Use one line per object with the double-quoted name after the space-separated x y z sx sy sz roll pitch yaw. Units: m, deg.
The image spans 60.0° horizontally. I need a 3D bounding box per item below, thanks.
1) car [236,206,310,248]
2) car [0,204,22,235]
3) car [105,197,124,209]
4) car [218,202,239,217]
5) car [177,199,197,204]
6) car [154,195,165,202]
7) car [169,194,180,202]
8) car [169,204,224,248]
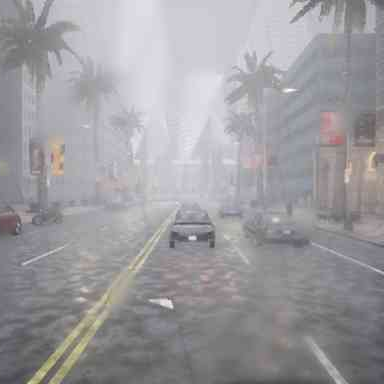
3.493 1.560 14.707 2.033 1.411 5.357 0 0 -1 "car"
-10.119 1.350 15.815 2.185 1.767 4.553 0 0 -1 "car"
-10.425 1.478 45.188 2.231 1.521 4.892 0 0 -1 "car"
3.330 1.570 29.706 1.994 1.385 4.181 0 0 -1 "car"
-0.169 1.570 29.668 1.994 1.385 4.181 0 0 -1 "car"
-7.324 1.506 75.698 1.812 1.442 4.674 0 0 7 "car"
-3.861 1.331 75.055 2.097 1.767 4.553 0 0 3 "car"
-0.007 1.492 14.669 2.128 1.511 4.902 0 0 -1 "car"
